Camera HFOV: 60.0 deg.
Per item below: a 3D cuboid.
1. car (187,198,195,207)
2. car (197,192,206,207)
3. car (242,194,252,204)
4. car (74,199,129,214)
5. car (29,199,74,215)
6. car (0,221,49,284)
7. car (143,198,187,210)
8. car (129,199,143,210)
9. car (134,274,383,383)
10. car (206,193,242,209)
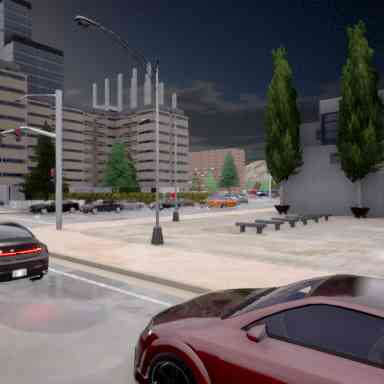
[{"bbox_3d":[-1.508,1.564,49.941,1.994,1.385,4.181,0,0,41],"label":"car"},{"bbox_3d":[3.018,1.352,49.860,2.097,1.767,4.553,0,0,40],"label":"car"},{"bbox_3d":[8.796,1.593,61.955,1.994,1.385,4.181,0,0,40],"label":"car"},{"bbox_3d":[-9.475,1.505,35.155,1.837,1.490,4.892,0,0,40],"label":"car"},{"bbox_3d":[-14.332,1.478,34.840,1.882,1.535,5.008,0,0,40],"label":"car"},{"bbox_3d":[-5.587,1.505,8.764,4.892,1.490,1.837,0,0,40],"label":"car"},{"bbox_3d":[-3.389,1.491,42.329,2.128,1.511,4.902,0,0,40],"label":"car"},{"bbox_3d":[-8.291,1.601,41.961,1.895,1.301,4.718,0,0,40],"label":"car"},{"bbox_3d":[1.390,1.564,3.252,4.181,1.385,1.994,0,0,37],"label":"car"},{"bbox_3d":[4.505,1.352,45.919,2.097,1.767,4.553,0,0,40],"label":"car"}]
